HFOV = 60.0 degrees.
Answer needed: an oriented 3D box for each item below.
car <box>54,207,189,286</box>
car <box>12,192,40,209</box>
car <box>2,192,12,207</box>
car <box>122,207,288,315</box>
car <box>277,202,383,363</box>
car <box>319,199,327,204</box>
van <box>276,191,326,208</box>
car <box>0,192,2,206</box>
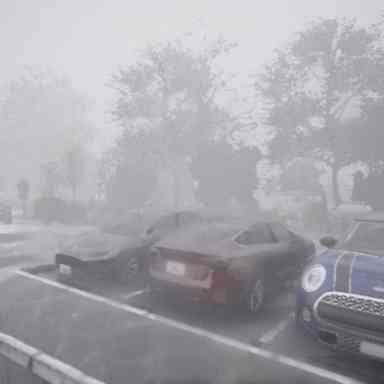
[{"bbox_3d":[-1.172,1.182,8.741,2.163,1.488,4.792,2,1,36],"label":"car"},{"bbox_3d":[-15.610,1.029,35.099,2.097,1.535,5.008,2,1,36],"label":"car"},{"bbox_3d":[-17.826,0.812,36.753,2.185,1.767,4.553,2,1,36],"label":"car"},{"bbox_3d":[1.113,1.254,7.151,2.163,1.488,4.792,2,1,36],"label":"car"},{"bbox_3d":[3.369,1.171,5.512,2.185,1.767,4.553,2,1,36],"label":"car"},{"bbox_3d":[8.637,1.254,17.820,2.002,1.452,4.674,2,1,36],"label":"car"},{"bbox_3d":[6.405,0.921,19.283,1.878,1.987,4.442,2,2,36],"label":"van"},{"bbox_3d":[-20.005,0.879,38.261,2.163,1.488,4.792,2,1,36],"label":"car"}]
